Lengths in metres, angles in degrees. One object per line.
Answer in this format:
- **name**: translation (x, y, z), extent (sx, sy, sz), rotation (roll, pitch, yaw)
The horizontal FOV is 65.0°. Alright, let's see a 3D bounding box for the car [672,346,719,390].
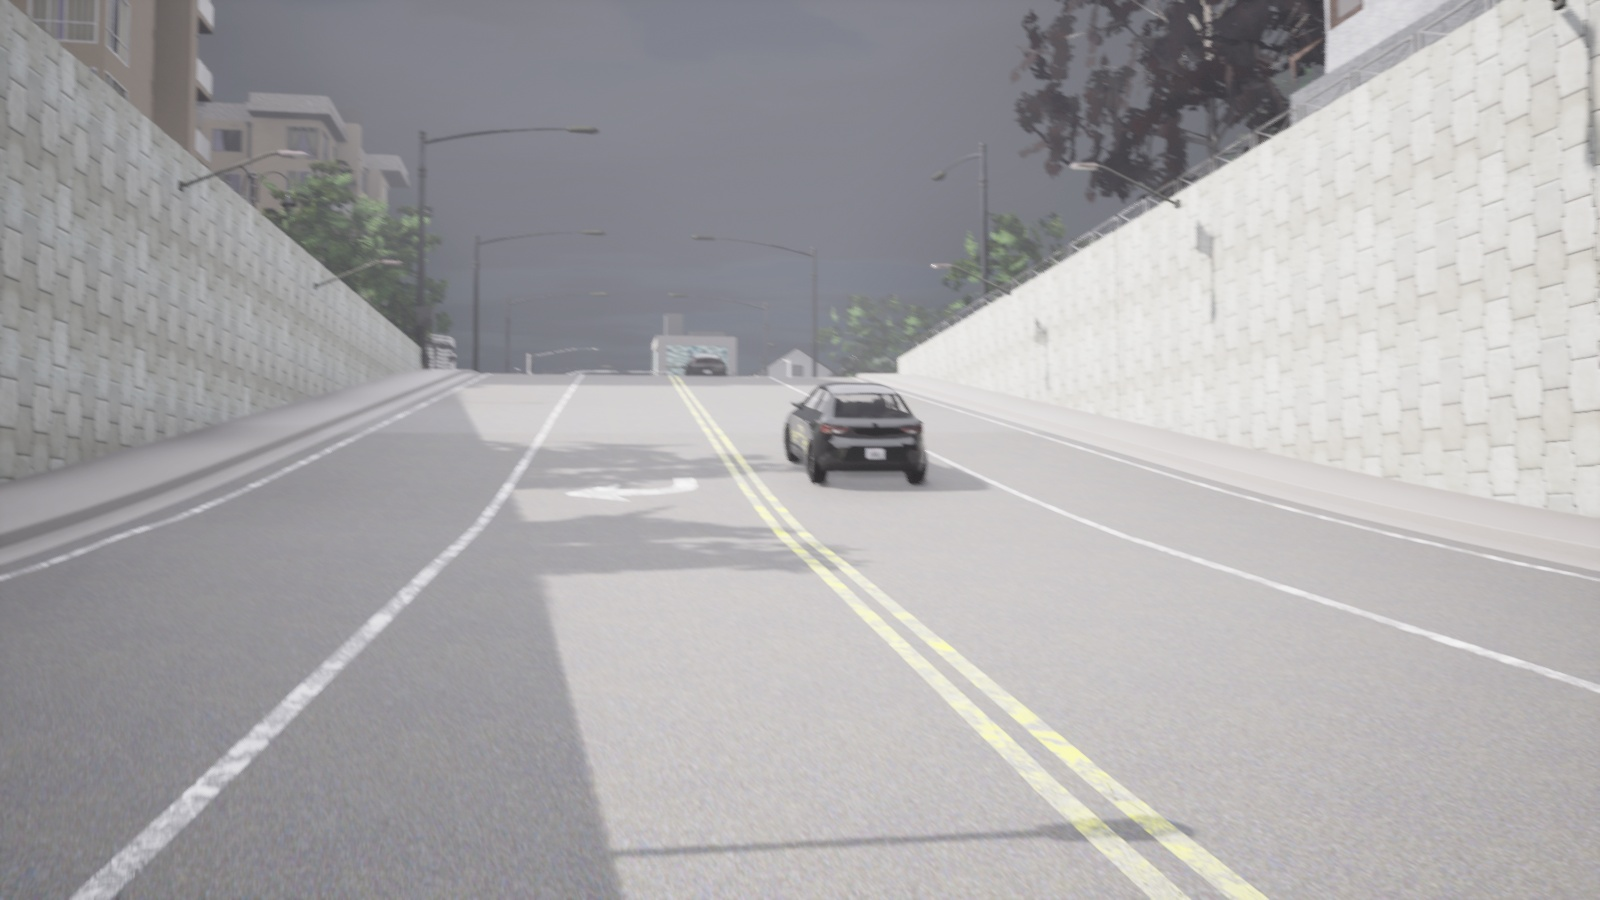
- **car**: translation (-4.856, -3.721, 57.822), extent (1.837, 1.490, 4.892), rotation (0, -2, -8)

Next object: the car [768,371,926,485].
- **car**: translation (0.641, -0.452, 20.522), extent (1.816, 1.474, 4.193), rotation (0, 6, -8)
